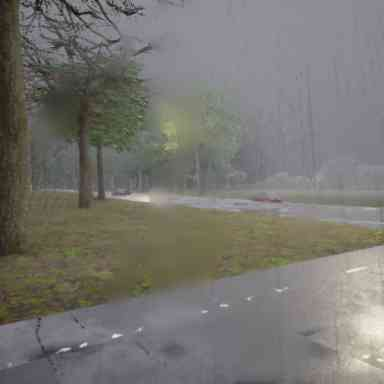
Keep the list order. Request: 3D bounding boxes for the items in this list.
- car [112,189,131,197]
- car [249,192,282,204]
[{"bbox_3d":[-12.757,0.084,59.507,2.033,1.411,5.357,-2,2,-33],"label":"car"},{"bbox_3d":[8.987,0.664,40.861,1.994,1.385,4.181,-2,2,-35],"label":"car"}]
